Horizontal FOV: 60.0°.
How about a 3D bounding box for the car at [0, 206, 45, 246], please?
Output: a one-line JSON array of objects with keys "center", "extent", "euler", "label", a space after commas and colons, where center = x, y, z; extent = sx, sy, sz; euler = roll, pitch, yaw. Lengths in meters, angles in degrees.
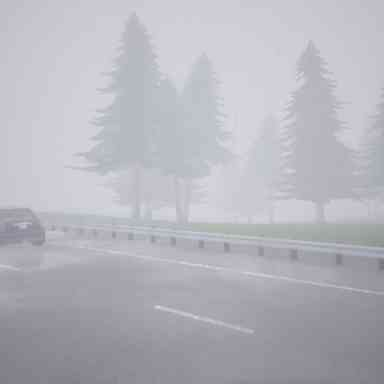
[{"center": [-8.246, 1.367, 14.050], "extent": [4.553, 1.767, 2.097], "euler": [0, 0, 35], "label": "car"}]
